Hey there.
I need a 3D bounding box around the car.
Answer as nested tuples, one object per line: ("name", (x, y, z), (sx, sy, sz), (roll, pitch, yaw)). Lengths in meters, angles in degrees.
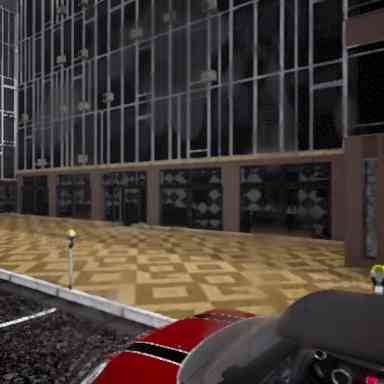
("car", (0.991, 1.439, 2.169), (4.097, 1.590, 1.967), (0, 0, 35))
